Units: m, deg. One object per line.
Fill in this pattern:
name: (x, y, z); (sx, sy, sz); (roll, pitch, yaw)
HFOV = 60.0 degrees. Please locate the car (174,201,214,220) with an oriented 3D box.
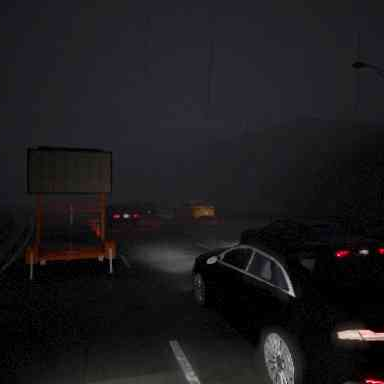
car: (0.052, 1.473, 28.181); (1.882, 1.535, 5.008); (0, 0, -25)

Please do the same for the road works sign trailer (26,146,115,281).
road works sign trailer: (-3.681, 0.463, 10.152); (2.380, 3.560, 2.880); (0, 0, -21)

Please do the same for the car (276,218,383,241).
car: (3.470, 1.546, 10.621); (2.033, 1.411, 5.357); (0, 0, -19)

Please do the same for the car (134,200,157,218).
car: (-4.686, 1.487, 29.807); (2.128, 1.511, 4.902); (0, 0, -27)

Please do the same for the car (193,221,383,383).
car: (1.427, 1.490, 5.275); (2.128, 1.511, 4.902); (0, 0, -16)

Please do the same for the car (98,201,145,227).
car: (-5.131, 1.544, 22.888); (2.033, 1.411, 5.357); (0, 0, -25)

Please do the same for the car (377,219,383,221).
car: (6.786, 1.599, 11.642); (1.895, 1.301, 4.718); (0, 0, -18)
